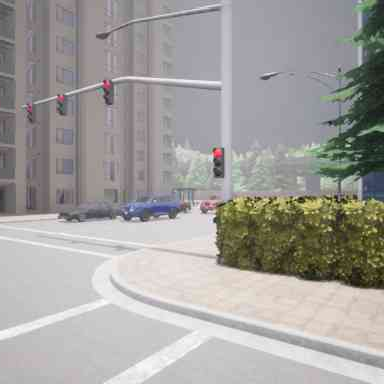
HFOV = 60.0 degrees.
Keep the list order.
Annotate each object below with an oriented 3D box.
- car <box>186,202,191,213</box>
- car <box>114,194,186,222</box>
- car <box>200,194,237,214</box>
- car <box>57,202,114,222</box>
[{"bbox_3d":[-2.071,1.478,34.462,1.882,1.535,5.008,0,0,36],"label":"car"},{"bbox_3d":[-3.254,1.221,26.939,2.150,2.045,5.566,0,0,36],"label":"car"},{"bbox_3d":[3.091,1.221,35.573,2.150,2.045,5.566,0,0,36],"label":"car"},{"bbox_3d":[-7.875,1.547,26.554,2.033,1.411,5.357,0,0,36],"label":"car"}]
